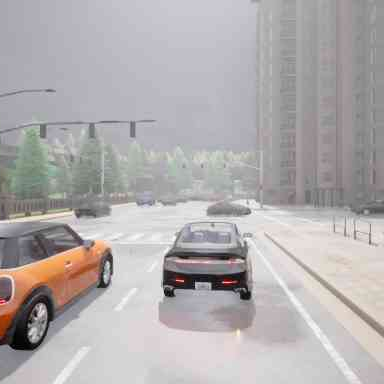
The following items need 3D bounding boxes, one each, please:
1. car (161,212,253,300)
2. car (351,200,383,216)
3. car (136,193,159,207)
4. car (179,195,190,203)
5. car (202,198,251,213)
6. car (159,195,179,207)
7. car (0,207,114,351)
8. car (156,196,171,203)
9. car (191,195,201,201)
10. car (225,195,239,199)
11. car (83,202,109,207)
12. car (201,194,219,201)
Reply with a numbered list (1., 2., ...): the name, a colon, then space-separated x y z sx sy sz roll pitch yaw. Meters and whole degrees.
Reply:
1. car: 0.500 1.492 8.443 2.128 1.511 4.902 0 0 7
2. car: 18.463 1.560 33.159 4.892 1.490 1.837 0 0 3
3. car: -7.219 1.220 52.583 2.150 2.045 5.566 0 0 4
4. car: -2.292 1.352 69.386 2.097 1.767 4.553 0 0 6
5. car: 3.412 1.603 31.468 4.181 1.385 1.994 0 0 29
6. car: -3.675 1.506 53.084 1.837 1.490 4.892 0 0 4
7. car: -3.106 1.352 6.444 2.097 1.767 4.553 0 0 4
8. car: -5.844 1.545 69.309 2.033 1.411 5.357 0 0 6
9. car: 2.741 1.540 81.982 2.033 1.411 5.357 0 0 34
10. car: 9.446 1.524 79.320 1.812 1.442 4.674 0 0 38
11. car: -8.746 1.600 29.628 1.895 1.301 4.718 0 0 4
12. car: 4.752 1.355 78.568 2.097 1.767 4.553 0 0 34
